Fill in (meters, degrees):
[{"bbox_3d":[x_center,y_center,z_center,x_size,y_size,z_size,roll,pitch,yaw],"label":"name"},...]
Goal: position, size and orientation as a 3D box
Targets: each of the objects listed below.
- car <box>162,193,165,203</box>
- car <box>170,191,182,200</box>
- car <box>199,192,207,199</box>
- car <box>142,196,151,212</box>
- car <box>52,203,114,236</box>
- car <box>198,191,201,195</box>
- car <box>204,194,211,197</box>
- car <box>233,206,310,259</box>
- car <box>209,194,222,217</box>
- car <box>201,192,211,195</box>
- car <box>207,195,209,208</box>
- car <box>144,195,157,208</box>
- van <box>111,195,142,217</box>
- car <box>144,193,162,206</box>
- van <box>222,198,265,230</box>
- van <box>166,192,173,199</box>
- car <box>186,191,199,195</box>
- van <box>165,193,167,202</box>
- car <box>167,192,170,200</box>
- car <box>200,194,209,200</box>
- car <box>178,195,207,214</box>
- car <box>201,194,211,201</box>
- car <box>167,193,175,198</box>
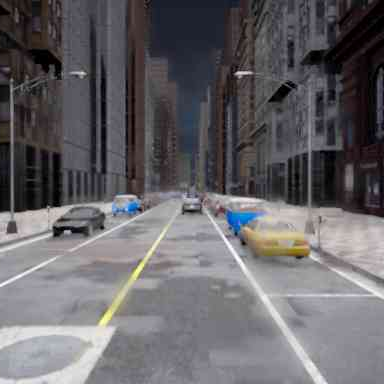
[{"bbox_3d":[-5.745,1.238,51.358,1.887,1.381,4.507,0,0,0],"label":"car"},{"bbox_3d":[-2.972,0.971,71.824,2.033,1.411,5.357,0,0,0],"label":"car"},{"bbox_3d":[2.793,0.934,85.181,1.967,1.590,4.097,0,0,0],"label":"car"},{"bbox_3d":[-5.751,1.359,34.448,1.947,1.339,4.313,0,0,0],"label":"car"},{"bbox_3d":[-5.758,1.459,17.538,1.947,1.339,4.313,0,0,0],"label":"car"},{"bbox_3d":[2.784,0.941,62.636,2.192,1.841,5.009,0,0,0],"label":"car"},{"bbox_3d":[2.776,1.309,40.093,2.008,1.369,4.403,0,0,0],"label":"car"},{"bbox_3d":[2.765,1.450,12.082,1.752,1.417,4.829,0,0,0],"label":"car"},{"bbox_3d":[2.771,1.266,28.820,1.967,1.590,4.097,0,0,0],"label":"car"},{"bbox_3d":[2.780,1.132,51.364,1.967,1.590,4.097,0,0,0],"label":"car"},{"bbox_3d":[2.774,1.316,34.626,1.752,1.417,4.829,0,0,0],"label":"car"},{"bbox_3d":[-5.749,1.326,40.085,1.947,1.339,4.313,0,0,0],"label":"car"},{"bbox_3d":[-5.754,1.167,28.810,1.690,1.788,3.998,0,0,0],"label":"van"},{"bbox_3d":[-5.748,1.041,45.720,2.192,1.841,5.009,0,0,0],"label":"car"},{"bbox_3d":[2.766,1.234,17.546,1.690,1.788,3.998,0,0,0],"label":"van"},{"bbox_3d":[-5.733,0.835,85.177,1.690,1.788,3.998,0,0,0],"label":"van"},{"bbox_3d":[0.027,0.942,62.881,2.150,2.045,5.566,0,-1,0],"label":"car"},{"bbox_3d":[-5.744,1.001,56.994,1.690,1.788,3.998,0,0,0],"label":"van"},{"bbox_3d":[-5.741,1.067,62.631,1.967,1.590,4.097,0,0,0],"label":"car"},{"bbox_3d":[2.789,1.125,73.910,1.947,1.339,4.313,0,0,0],"label":"car"},{"bbox_3d":[0.020,1.353,31.907,2.163,1.488,4.792,0,0,0],"label":"car"},{"bbox_3d":[2.787,1.137,68.274,1.887,1.381,4.507,0,0,0],"label":"car"},{"bbox_3d":[-5.730,0.988,90.645,1.752,1.417,4.829,0,0,0],"label":"car"}]
